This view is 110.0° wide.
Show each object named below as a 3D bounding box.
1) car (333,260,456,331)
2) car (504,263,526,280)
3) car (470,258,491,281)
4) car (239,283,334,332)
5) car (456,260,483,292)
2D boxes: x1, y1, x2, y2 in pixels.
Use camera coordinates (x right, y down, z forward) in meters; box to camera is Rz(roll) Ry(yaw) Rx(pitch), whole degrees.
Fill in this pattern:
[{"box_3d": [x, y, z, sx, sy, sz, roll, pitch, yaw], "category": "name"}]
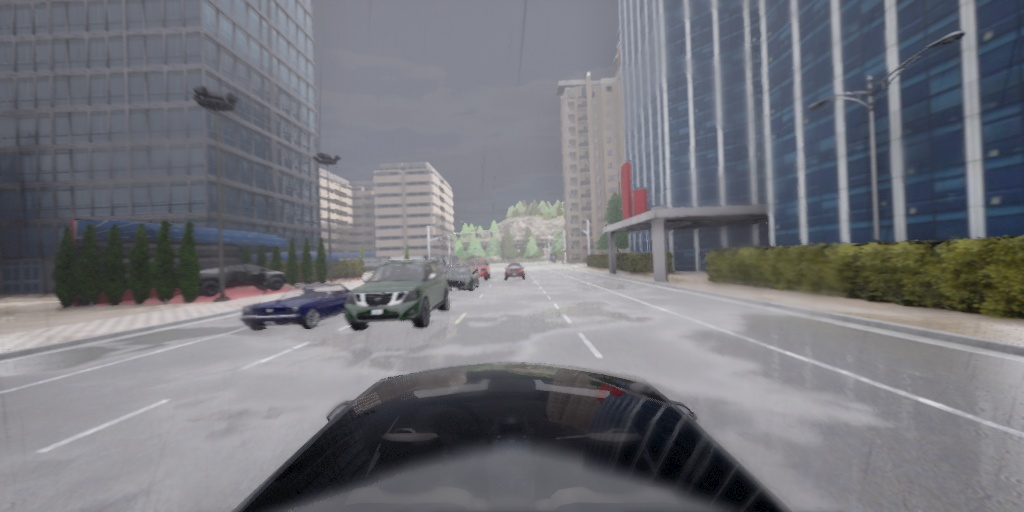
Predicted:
[{"box_3d": [-3.629, 1.171, 12.445, 2.150, 2.045, 5.566, -2, 0, 1], "category": "car"}, {"box_3d": [0.254, 1.458, 34.041, 1.812, 1.442, 4.674, -2, 0, 1], "category": "car"}, {"box_3d": [-3.319, 1.282, 35.036, 2.150, 2.045, 5.566, -2, 0, 1], "category": "car"}, {"box_3d": [-7.109, 1.684, 12.750, 1.895, 1.301, 4.718, -2, 0, 1], "category": "car"}, {"box_3d": [-3.417, 1.414, 23.703, 2.097, 1.767, 4.553, -2, 0, 1], "category": "car"}]
